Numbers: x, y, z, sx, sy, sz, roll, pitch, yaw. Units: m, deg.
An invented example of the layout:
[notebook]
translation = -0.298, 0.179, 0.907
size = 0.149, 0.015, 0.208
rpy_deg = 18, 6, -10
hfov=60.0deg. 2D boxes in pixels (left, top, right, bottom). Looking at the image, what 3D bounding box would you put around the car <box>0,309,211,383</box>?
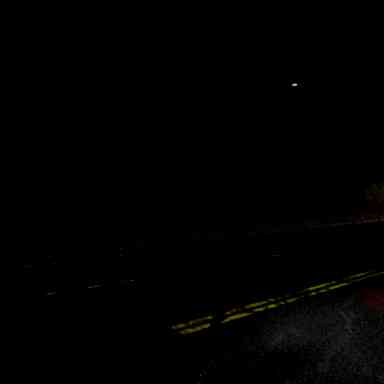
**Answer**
[car]
translation = -2.039, 1.488, 2.006
size = 4.902, 1.511, 2.128
rpy_deg = 0, 0, -36
